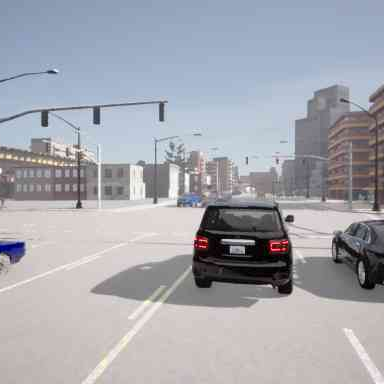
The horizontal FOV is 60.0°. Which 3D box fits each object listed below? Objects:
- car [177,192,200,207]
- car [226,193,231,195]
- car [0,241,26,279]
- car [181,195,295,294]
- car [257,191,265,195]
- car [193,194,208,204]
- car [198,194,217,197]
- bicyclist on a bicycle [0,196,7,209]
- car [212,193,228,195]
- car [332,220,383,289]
[{"bbox_3d":[-0.601,1.079,48.525,2.150,2.045,5.566,0,1,12],"label":"car"},{"bbox_3d":[7.212,1.010,68.850,1.837,1.490,4.892,0,1,12],"label":"car"},{"bbox_3d":[-6.052,1.601,7.436,1.895,1.301,4.718,0,0,10],"label":"car"},{"bbox_3d":[1.566,1.221,9.093,2.150,2.045,5.566,0,0,15],"label":"car"},{"bbox_3d":[17.686,0.559,85.148,2.097,1.767,4.553,0,1,12],"label":"car"},{"bbox_3d":[1.558,1.198,59.057,1.837,1.490,4.892,0,1,11],"label":"car"},{"bbox_3d":[2.473,1.381,46.110,1.837,1.490,4.892,0,1,12],"label":"car"},{"bbox_3d":[-23.709,1.303,41.577,0.582,1.620,1.656,0,0,10],"label":"bicyclist on a bicycle"},{"bbox_3d":[4.348,1.348,55.244,1.895,1.301,4.718,0,1,12],"label":"car"},{"bbox_3d":[5.127,1.505,8.962,1.837,1.490,4.892,0,0,11],"label":"car"}]
